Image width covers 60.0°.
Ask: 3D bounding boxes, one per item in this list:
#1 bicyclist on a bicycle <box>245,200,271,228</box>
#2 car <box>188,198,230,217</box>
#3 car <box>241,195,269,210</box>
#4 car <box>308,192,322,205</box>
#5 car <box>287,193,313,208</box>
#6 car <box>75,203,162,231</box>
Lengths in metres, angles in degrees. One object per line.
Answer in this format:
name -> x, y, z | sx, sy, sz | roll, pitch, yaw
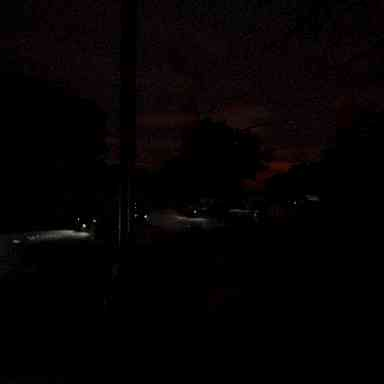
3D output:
bicyclist on a bicycle -> 3.878, 1.305, 19.569 | 1.656, 1.620, 0.582 | -1, 0, 36
car -> 1.539, 1.209, 27.521 | 1.812, 1.442, 4.674 | 1, 2, 34
car -> 6.936, 1.108, 35.982 | 1.812, 1.442, 4.674 | 1, 1, 31
car -> 19.727, 0.971, 53.937 | 2.150, 2.045, 5.566 | 1, 0, 24
car -> 12.740, 1.192, 39.732 | 1.994, 1.385, 4.181 | 1, 1, 29
car -> -4.085, 1.355, 19.648 | 2.033, 1.411, 5.357 | 1, 2, 37
